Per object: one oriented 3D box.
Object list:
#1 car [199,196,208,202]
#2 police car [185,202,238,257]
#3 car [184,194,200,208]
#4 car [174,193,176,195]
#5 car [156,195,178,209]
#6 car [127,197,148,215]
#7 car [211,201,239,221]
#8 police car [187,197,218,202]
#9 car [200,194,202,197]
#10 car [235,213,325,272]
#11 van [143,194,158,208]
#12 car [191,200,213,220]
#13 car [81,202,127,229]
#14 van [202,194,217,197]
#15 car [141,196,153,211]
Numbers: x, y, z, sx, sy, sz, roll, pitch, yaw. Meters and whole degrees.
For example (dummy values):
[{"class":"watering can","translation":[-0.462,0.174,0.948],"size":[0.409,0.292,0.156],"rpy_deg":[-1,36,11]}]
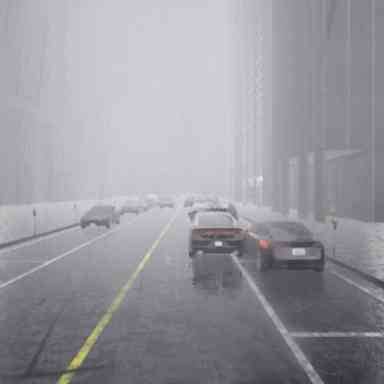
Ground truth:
[{"class":"car","translation":[2.453,1.512,72.604],"size":[1.947,1.339,4.313],"rpy_deg":[0,0,0]},{"class":"police car","translation":[0.788,1.416,13.034],"size":[1.930,1.638,5.238],"rpy_deg":[0,0,-1]},{"class":"car","translation":[-0.189,1.472,47.452],"size":[1.837,1.490,4.892],"rpy_deg":[0,1,0]},{"class":"car","translation":[-6.143,1.476,89.487],"size":[1.887,1.381,4.507],"rpy_deg":[0,0,0]},{"class":"car","translation":[-3.256,1.475,44.020],"size":[1.837,1.490,4.892],"rpy_deg":[0,-1,0]},{"class":"car","translation":[-5.905,1.526,33.079],"size":[2.008,1.369,4.403],"rpy_deg":[0,0,0]},{"class":"car","translation":[2.643,1.525,27.479],"size":[1.887,1.381,4.507],"rpy_deg":[0,0,0]},{"class":"police car","translation":[0.802,1.409,23.044],"size":[1.930,1.638,5.238],"rpy_deg":[0,0,0]},{"class":"car","translation":[2.501,1.537,61.323],"size":[1.802,1.307,4.206],"rpy_deg":[0,0,0]},{"class":"car","translation":[2.715,1.559,10.557],"size":[1.947,1.339,4.313],"rpy_deg":[0,0,0]},{"class":"van","translation":[-5.954,1.308,44.360],"size":[1.690,1.788,3.998],"rpy_deg":[0,0,0]},{"class":"car","translation":[0.778,1.505,28.934],"size":[1.812,1.442,4.674],"rpy_deg":[0,0,0]},{"class":"car","translation":[-5.858,1.550,21.798],"size":[1.947,1.339,4.313],"rpy_deg":[0,0,0]},{"class":"van","translation":[2.571,1.309,44.401],"size":[1.690,1.788,3.998],"rpy_deg":[0,0,0]},{"class":"car","translation":[-5.929,1.497,38.550],"size":[1.752,1.417,4.829],"rpy_deg":[0,0,0]}]
